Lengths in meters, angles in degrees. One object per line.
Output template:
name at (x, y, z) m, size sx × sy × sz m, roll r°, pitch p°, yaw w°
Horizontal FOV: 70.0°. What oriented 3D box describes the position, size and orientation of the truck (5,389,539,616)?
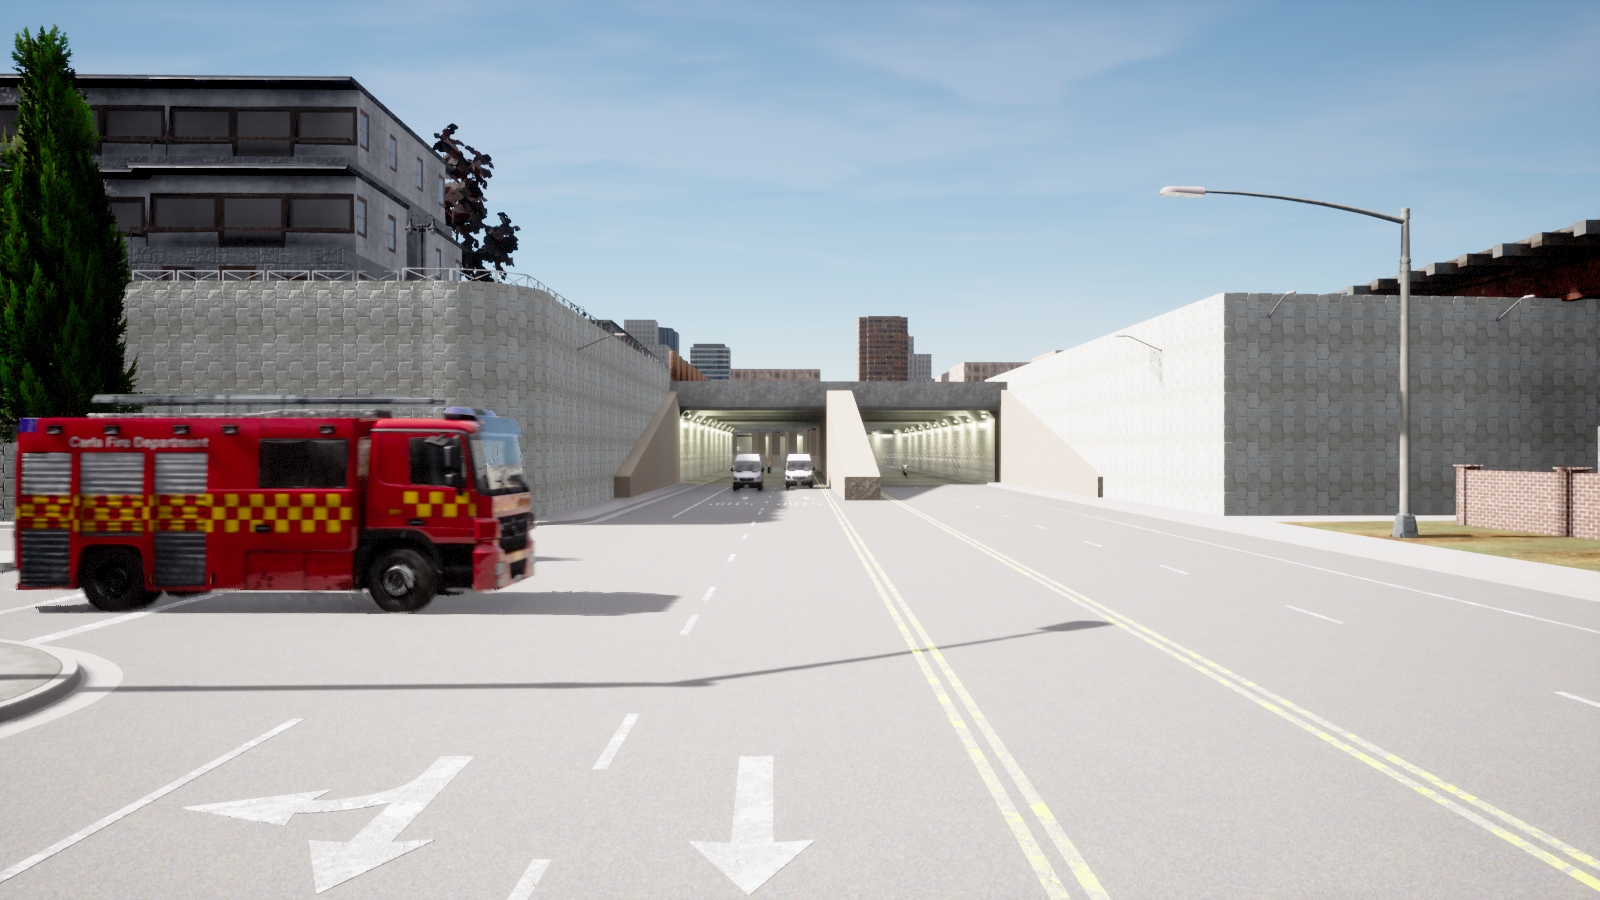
truck at (-9.352, 0.890, 20.902) m, size 8.468 × 3.827 × 2.891 m, roll 0°, pitch 0°, yaw 2°
